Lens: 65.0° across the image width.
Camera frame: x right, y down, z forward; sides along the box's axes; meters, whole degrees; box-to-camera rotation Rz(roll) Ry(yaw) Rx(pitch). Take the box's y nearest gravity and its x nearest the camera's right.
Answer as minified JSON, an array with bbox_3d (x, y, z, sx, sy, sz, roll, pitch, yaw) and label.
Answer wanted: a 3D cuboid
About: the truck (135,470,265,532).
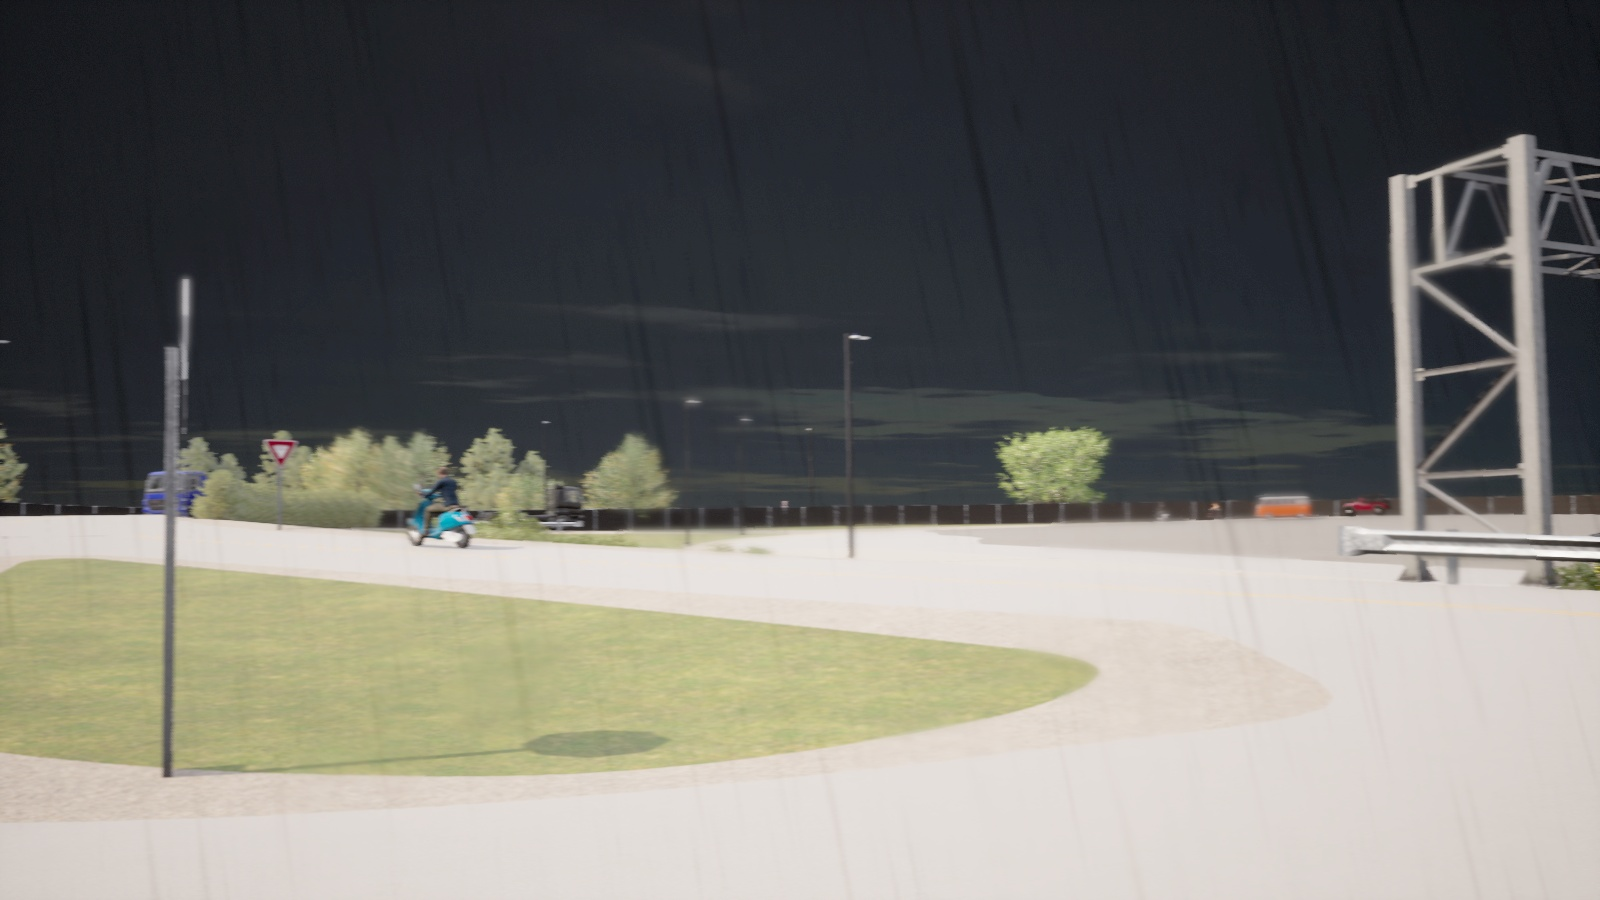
[{"bbox_3d":[-36.939,3.245,77.673,2.891,3.462,7.936,-2,-5,13],"label":"truck"}]

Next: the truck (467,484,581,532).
[{"bbox_3d":[-20.819,4.454,94.893,7.936,3.462,2.891,2,-5,-26],"label":"truck"}]

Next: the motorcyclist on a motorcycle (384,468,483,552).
[{"bbox_3d":[-7.151,1.155,24.501,1.817,1.590,0.866,-1,-3,33],"label":"motorcyclist on a motorcycle"}]
